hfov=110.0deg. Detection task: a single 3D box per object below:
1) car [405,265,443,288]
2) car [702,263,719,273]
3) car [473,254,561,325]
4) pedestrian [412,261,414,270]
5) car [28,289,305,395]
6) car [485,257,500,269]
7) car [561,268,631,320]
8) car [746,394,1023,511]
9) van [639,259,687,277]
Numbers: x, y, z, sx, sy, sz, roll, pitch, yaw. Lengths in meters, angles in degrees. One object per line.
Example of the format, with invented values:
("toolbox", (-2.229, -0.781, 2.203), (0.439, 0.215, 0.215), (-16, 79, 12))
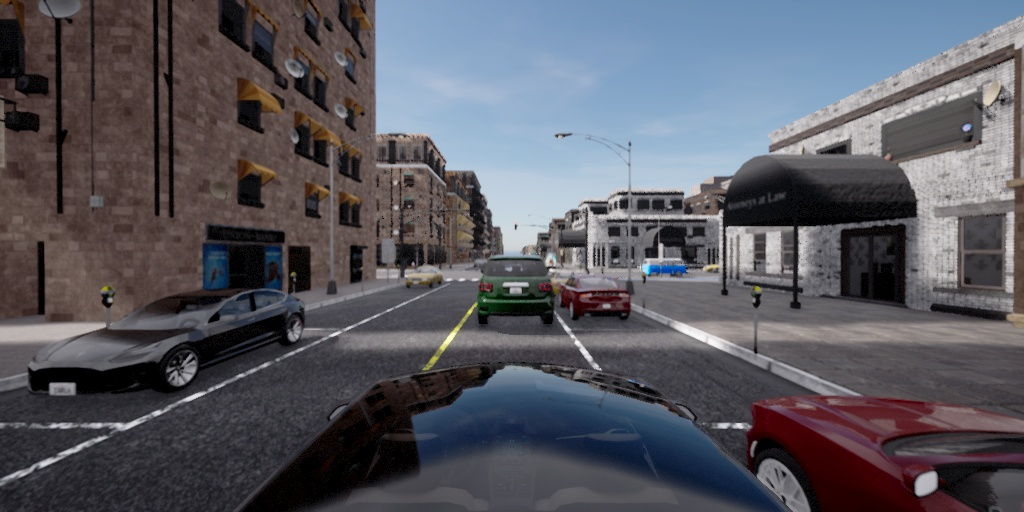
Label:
("car", (-5.684, 1.260, 23.641), (1.751, 1.417, 4.829), (0, 0, 0))
("car", (25.499, 1.288, 43.025), (4.829, 1.417, 1.751), (0, 0, 0))
("car", (0.100, 0.965, 11.865), (2.150, 2.045, 5.566), (0, 0, 0))
("pedestrian", (-12.615, 1.176, 45.696), (0.500, 1.100, 0.500), (0, 0, 0))
("car", (-5.690, 1.311, 6.721), (1.948, 1.339, 4.313), (0, 0, 0))
("car", (-3.060, 1.083, 56.855), (2.097, 1.767, 4.553), (0, 0, 0))
("car", (2.693, 1.286, 12.409), (1.888, 1.381, 4.507), (0, 0, 0))
("car", (2.688, 1.296, 1.016), (1.888, 1.381, 4.507), (0, 0, 0))
("van", (14.667, 1.138, 34.569), (3.998, 1.789, 1.690), (0, 0, 0))
